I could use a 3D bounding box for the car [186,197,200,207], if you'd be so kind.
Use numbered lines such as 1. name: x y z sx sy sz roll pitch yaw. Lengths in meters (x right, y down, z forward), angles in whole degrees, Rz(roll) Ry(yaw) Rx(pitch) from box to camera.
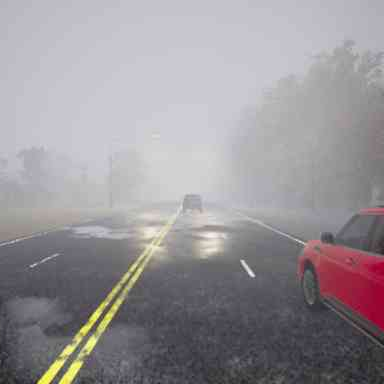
1. car: 0.153 1.580 53.765 2.033 1.411 5.357 0 0 0

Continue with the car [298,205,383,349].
1. car: 3.267 1.188 4.551 2.150 2.045 5.566 1 -1 0

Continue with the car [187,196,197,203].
1. car: 0.072 1.578 73.543 2.128 1.511 4.902 0 0 0

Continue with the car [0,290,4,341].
1. car: -3.348 1.507 2.366 1.837 1.490 4.892 0 0 0

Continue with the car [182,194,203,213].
1. car: 0.037 1.240 37.848 2.150 2.045 5.566 0 0 0
